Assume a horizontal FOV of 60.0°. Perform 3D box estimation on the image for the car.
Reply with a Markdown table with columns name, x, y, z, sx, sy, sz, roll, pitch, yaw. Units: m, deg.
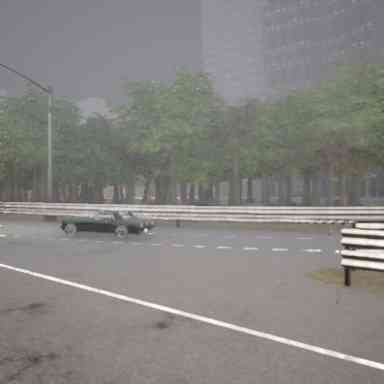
| name | x | y | z | sx | sy | sz | roll | pitch | yaw |
| --- | --- | --- | --- | --- | --- | --- | --- | --- | --- |
| car | -4.371 | 1.610 | 17.137 | 4.718 | 1.301 | 1.895 | 0 | 0 | 18 |
